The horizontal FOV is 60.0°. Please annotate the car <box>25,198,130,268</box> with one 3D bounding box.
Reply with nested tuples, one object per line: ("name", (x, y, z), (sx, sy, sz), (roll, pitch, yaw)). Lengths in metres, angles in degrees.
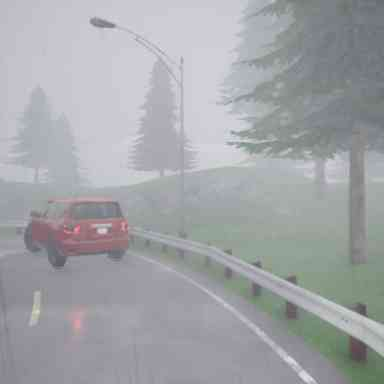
("car", (-4.171, 1.222, 11.656), (2.150, 2.045, 5.566), (0, -1, -37))
